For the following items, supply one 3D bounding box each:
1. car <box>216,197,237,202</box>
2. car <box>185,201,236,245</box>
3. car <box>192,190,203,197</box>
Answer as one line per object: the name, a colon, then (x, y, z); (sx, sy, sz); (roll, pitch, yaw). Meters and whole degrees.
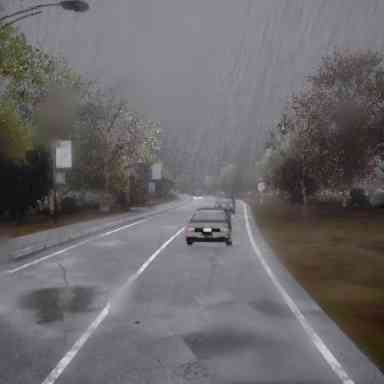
car: (2.946, 1.117, 29.287); (2.033, 1.411, 5.357); (-1, 1, 9)
car: (0.834, 1.369, 14.455); (2.033, 1.411, 5.357); (0, 1, 6)
car: (1.237, 0.261, 76.348); (2.128, 1.511, 4.902); (0, 1, -7)
